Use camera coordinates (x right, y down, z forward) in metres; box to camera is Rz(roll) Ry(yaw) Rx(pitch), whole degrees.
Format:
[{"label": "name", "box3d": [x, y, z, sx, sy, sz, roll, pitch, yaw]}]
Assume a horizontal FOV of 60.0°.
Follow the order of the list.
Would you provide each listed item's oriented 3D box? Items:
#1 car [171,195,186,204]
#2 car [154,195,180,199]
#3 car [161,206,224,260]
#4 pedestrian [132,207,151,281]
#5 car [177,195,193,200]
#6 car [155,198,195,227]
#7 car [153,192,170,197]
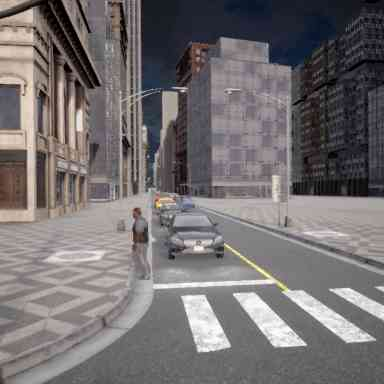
[{"label": "car", "box3d": [-2.446, 1.248, 58.141, 2.128, 1.511, 4.902, 0, 0, -7]}, {"label": "car", "box3d": [-2.557, 1.367, 32.839, 1.882, 1.535, 5.008, 0, 0, -7]}, {"label": "car", "box3d": [-0.064, 1.488, 12.581, 1.812, 1.442, 4.674, 0, 0, -7]}, {"label": "pedestrian", "box3d": [-1.273, 1.285, 8.295, 0.375, 1.860, 0.375, 0, 0, -7]}, {"label": "car", "box3d": [-0.730, 1.369, 44.112, 2.033, 1.411, 5.357, 0, 0, -6]}, {"label": "car", "box3d": [-1.309, 1.418, 22.594, 2.128, 1.511, 4.902, 0, 0, -7]}, {"label": "car", "box3d": [-3.777, 1.070, 43.159, 2.150, 2.045, 5.566, 0, 0, -7]}]
